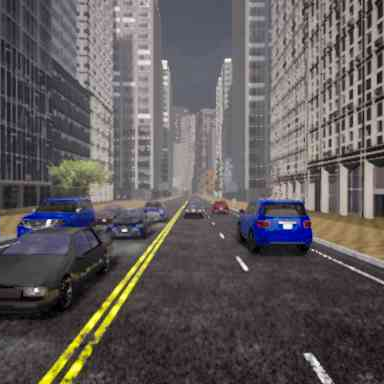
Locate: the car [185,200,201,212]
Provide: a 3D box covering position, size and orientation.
[{"bbox_3d":[0.101,1.870,46.087,2.033,1.411,5.357,0,0,0],"label":"car"}]

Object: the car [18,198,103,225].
[{"bbox_3d":[-6.528,1.341,16.827,2.150,2.045,5.566,0,0,1],"label":"car"}]

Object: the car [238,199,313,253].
[{"bbox_3d":[3.355,1.326,14.358,2.150,2.045,5.566,0,0,0],"label":"car"}]

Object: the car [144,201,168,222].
[{"bbox_3d":[-3.245,1.553,28.200,2.097,1.767,4.553,0,0,0],"label":"car"}]

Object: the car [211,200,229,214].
[{"bbox_3d":[3.337,1.763,40.359,1.882,1.535,5.008,0,0,0],"label":"car"}]

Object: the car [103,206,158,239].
[{"bbox_3d":[-3.265,1.694,18.141,1.994,1.385,4.181,0,0,1],"label":"car"}]

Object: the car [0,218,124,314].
[{"bbox_3d":[-3.333,1.606,8.165,2.033,1.411,5.357,0,0,0],"label":"car"}]

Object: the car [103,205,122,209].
[{"bbox_3d":[-6.495,1.741,27.304,2.033,1.411,5.357,0,0,0],"label":"car"}]

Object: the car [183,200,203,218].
[{"bbox_3d":[0.111,1.780,32.942,2.033,1.411,5.357,0,-1,-1],"label":"car"}]
